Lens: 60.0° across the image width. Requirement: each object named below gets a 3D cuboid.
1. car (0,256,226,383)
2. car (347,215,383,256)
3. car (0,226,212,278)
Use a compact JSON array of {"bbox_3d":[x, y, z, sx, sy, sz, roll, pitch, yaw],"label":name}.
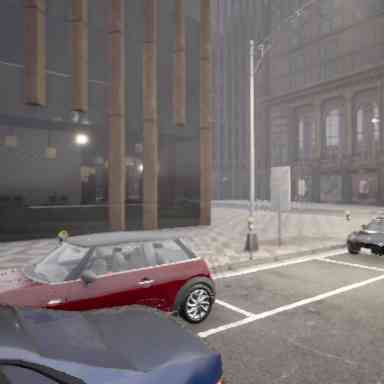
[{"bbox_3d":[-2.178,1.555,1.815,5.357,1.411,2.033,0,0,-36],"label":"car"},{"bbox_3d":[7.346,1.511,11.918,4.313,1.339,1.947,0,0,-36],"label":"car"},{"bbox_3d":[-1.633,1.439,5.481,4.097,1.590,1.967,0,0,-36],"label":"car"}]
